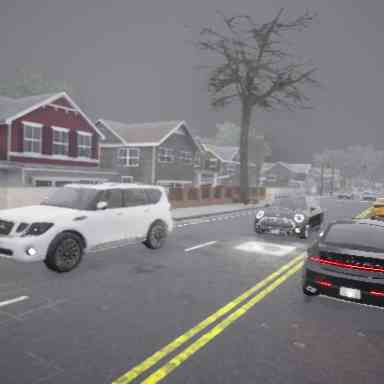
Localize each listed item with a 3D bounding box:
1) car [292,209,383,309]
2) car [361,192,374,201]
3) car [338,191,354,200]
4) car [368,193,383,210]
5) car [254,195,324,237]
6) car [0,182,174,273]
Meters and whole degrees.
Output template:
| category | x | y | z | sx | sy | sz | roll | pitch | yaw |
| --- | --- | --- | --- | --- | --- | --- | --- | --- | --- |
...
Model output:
| category | x | y | z | sx | sy | sz | roll | pitch | yaw |
| --- | --- | --- | --- | --- | --- | --- | --- | --- | --- |
| car | 3.859 | 1.358 | 7.433 | 1.837 | 1.490 | 4.892 | 4 | 3 | 32 |
| car | 27.612 | 0.735 | 51.736 | 2.033 | 1.411 | 5.357 | 4 | 3 | 32 |
| car | 24.729 | 0.496 | 53.244 | 2.033 | 1.411 | 5.357 | 4 | 3 | 32 |
| car | 13.730 | 1.126 | 23.218 | 1.882 | 1.535 | 5.008 | 4 | 3 | 32 |
| car | 4.491 | 0.948 | 14.929 | 2.097 | 1.767 | 4.553 | 4 | 3 | 32 |
| car | -2.726 | 0.739 | 9.495 | 2.150 | 2.045 | 5.566 | 4 | 2 | 32 |
